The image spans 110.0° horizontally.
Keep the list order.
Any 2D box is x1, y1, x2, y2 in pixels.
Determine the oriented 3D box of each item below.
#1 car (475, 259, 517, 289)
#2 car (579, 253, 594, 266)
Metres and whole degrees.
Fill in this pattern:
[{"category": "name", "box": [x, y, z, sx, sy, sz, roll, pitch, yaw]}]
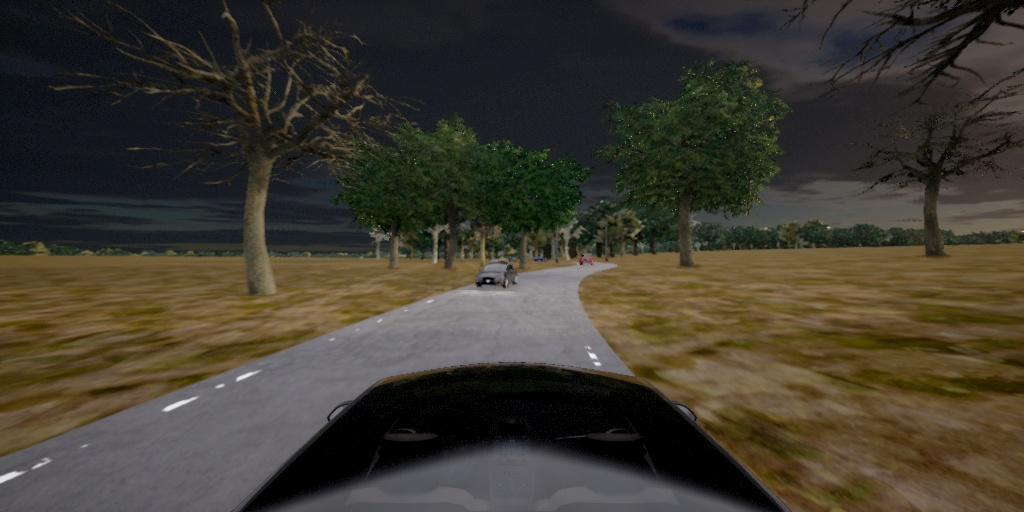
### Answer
[{"category": "car", "box": [-0.880, 1.165, 22.627, 1.837, 1.490, 4.892, 0, 0, 12]}, {"category": "car", "box": [12.823, 0.589, 61.564, 2.150, 2.045, 5.566, 0, 0, 17]}]
